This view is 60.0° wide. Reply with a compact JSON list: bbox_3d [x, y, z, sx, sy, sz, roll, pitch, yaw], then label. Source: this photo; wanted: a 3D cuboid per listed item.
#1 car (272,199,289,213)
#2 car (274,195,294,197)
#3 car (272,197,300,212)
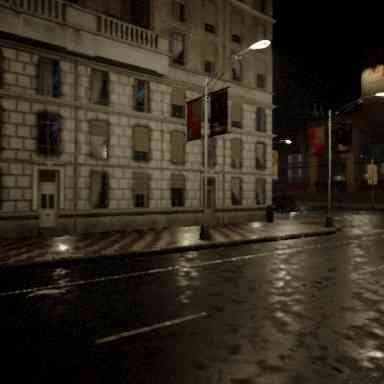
[{"bbox_3d":[8.860,1.808,40.140,1.895,1.301,4.718,0,0,-36],"label":"car"},{"bbox_3d":[15.127,1.531,57.218,2.150,2.045,5.566,0,0,-37],"label":"car"},{"bbox_3d":[11.488,1.757,42.474,1.812,1.442,4.674,0,0,-36],"label":"car"}]
